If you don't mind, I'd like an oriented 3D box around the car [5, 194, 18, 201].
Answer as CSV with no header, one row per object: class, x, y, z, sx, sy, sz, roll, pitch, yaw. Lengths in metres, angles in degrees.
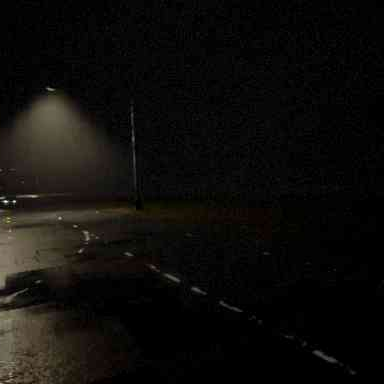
car,-40.825,1.187,75.181,1.812,1.442,4.674,-3,2,-23
